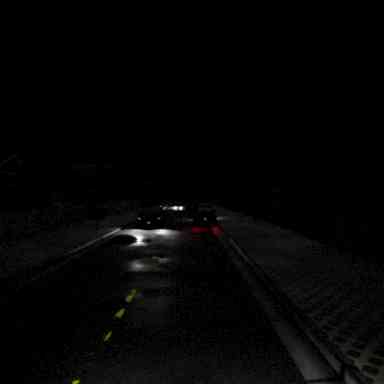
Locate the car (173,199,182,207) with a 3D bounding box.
[{"bbox_3d":[-2.748,2.161,66.423,2.128,1.511,4.902,0,-1,0],"label":"car"}]

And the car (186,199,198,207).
[{"bbox_3d":[0.009,2.122,64.283,2.128,1.511,4.902,0,-1,0],"label":"car"}]

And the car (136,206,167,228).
[{"bbox_3d":[-2.845,1.760,24.172,1.812,1.442,4.674,0,0,0],"label":"car"}]

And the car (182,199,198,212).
[{"bbox_3d":[0.018,1.970,45.744,2.033,1.411,5.357,0,-1,0],"label":"car"}]

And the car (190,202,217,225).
[{"bbox_3d":[0.966,1.778,26.265,1.812,1.442,4.674,0,0,0],"label":"car"}]
